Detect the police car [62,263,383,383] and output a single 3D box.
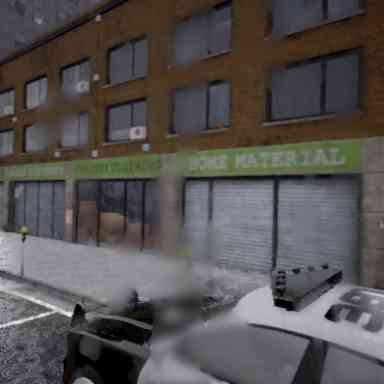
[{"bbox_3d":[0.821,1.477,2.755,5.238,1.638,1.930,0,-1,38],"label":"police car"}]
